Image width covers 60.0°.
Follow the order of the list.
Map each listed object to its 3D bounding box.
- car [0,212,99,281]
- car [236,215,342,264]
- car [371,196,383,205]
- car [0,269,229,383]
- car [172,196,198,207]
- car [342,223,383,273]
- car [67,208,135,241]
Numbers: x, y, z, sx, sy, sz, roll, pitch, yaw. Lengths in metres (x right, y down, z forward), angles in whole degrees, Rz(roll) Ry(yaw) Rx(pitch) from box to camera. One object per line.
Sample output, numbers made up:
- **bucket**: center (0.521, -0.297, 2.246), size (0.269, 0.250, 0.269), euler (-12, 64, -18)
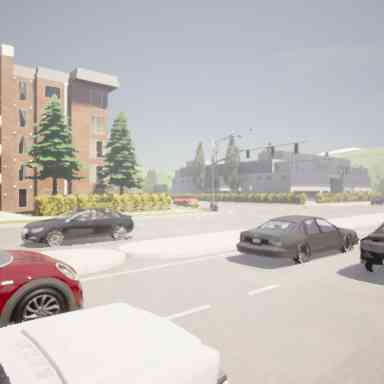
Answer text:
- **car**: center (-4.052, 1.352, 5.016), size (4.553, 1.767, 2.097), euler (0, 0, -40)
- **car**: center (3.905, 1.542, 11.853), size (5.357, 1.411, 2.033), euler (0, 0, -40)
- **car**: center (32.684, 1.473, 57.514), size (4.892, 1.490, 1.837), euler (0, 0, -40)
- **car**: center (-1.951, 1.601, 2.209), size (4.718, 1.301, 1.895), euler (0, 0, -40)
- **car**: center (-1.092, 1.334, 50.690), size (2.097, 1.767, 4.553), euler (0, 0, -40)
- **car**: center (6.593, 1.487, 9.542), size (4.902, 1.511, 2.128), euler (0, 0, -40)
- **car**: center (-4.947, 1.488, 15.012), size (4.902, 1.511, 2.128), euler (0, 0, -40)
